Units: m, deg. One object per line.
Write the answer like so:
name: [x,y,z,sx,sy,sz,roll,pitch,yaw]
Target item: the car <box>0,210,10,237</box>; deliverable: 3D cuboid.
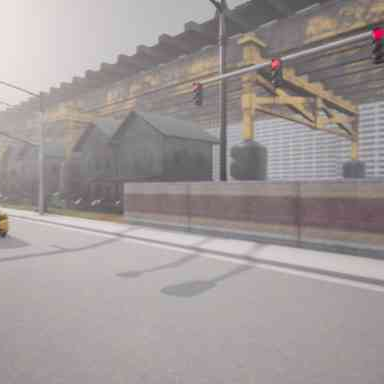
car: [-10.290,1.291,15.797,1.882,1.535,5.008,-1,1,-45]
